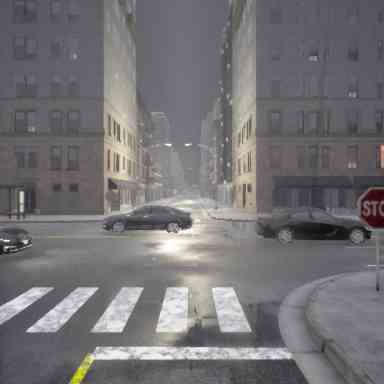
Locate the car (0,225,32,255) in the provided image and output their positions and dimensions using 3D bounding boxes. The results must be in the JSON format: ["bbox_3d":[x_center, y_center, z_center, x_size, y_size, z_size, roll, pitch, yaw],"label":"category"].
[{"bbox_3d":[-8.237,1.520,11.656,4.892,1.490,1.837,0,0,0],"label":"car"}]

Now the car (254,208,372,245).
[{"bbox_3d":[5.355,1.471,14.922,5.008,1.535,1.882,0,0,0],"label":"car"}]

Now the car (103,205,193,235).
[{"bbox_3d":[-2.409,1.505,18.364,4.892,1.490,1.837,0,0,0],"label":"car"}]
